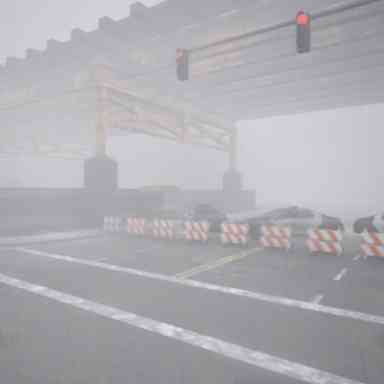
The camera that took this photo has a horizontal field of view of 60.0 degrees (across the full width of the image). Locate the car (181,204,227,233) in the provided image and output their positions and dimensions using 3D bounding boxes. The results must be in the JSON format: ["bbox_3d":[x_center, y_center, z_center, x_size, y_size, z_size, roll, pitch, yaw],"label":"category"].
[{"bbox_3d":[0.679,1.458,18.662,2.038,1.542,4.974,0,0,-11],"label":"car"}]

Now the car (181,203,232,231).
[{"bbox_3d":[0.668,1.300,18.713,1.853,1.218,4.536,0,0,-11],"label":"car"}]

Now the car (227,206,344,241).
[{"bbox_3d":[4.436,1.455,15.994,4.974,1.542,2.038,0,0,-1],"label":"car"}]

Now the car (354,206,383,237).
[{"bbox_3d":[9.240,1.294,13.566,1.853,1.218,4.536,0,0,-26],"label":"car"}]

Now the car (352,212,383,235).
[{"bbox_3d":[9.263,1.452,13.519,2.038,1.542,4.974,0,0,-26],"label":"car"}]

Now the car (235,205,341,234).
[{"bbox_3d":[4.488,1.297,15.995,4.536,1.218,1.853,0,0,-1],"label":"car"}]
